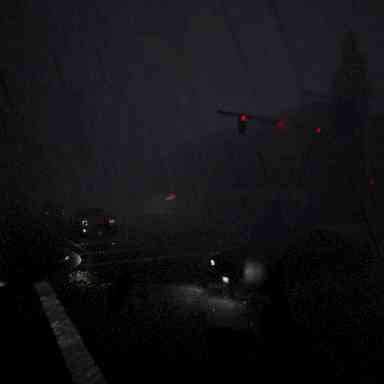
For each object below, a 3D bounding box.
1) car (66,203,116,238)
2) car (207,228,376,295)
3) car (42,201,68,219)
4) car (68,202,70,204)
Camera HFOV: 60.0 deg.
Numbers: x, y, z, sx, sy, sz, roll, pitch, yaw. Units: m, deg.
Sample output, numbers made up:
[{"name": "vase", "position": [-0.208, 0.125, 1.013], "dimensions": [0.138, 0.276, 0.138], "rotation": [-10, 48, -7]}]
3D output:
[{"name": "car", "position": [-6.293, 1.800, 20.890], "dimensions": [2.097, 1.767, 4.553], "rotation": [1, -2, -29]}, {"name": "car", "position": [3.047, 1.762, 9.487], "dimensions": [5.357, 1.411, 2.033], "rotation": [1, -1, -33]}, {"name": "car", "position": [-16.800, 2.070, 40.208], "dimensions": [2.150, 2.045, 5.566], "rotation": [1, -1, -28]}, {"name": "car", "position": [-33.386, 3.361, 85.689], "dimensions": [1.994, 1.385, 4.181], "rotation": [1, -1, -28]}]
